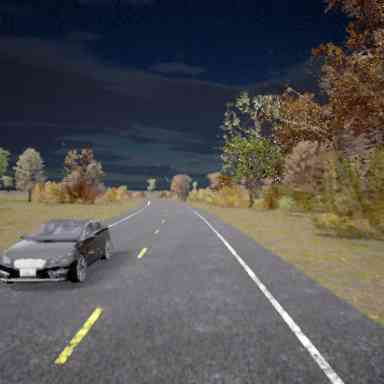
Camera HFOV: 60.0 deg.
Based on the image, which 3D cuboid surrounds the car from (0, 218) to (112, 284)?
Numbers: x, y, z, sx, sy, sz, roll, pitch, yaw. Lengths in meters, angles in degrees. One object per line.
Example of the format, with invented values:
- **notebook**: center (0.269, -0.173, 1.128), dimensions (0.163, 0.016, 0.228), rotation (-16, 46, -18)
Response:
- **car**: center (-3.711, 1.553, 9.889), dimensions (2.128, 1.511, 4.902), rotation (0, 0, -1)
